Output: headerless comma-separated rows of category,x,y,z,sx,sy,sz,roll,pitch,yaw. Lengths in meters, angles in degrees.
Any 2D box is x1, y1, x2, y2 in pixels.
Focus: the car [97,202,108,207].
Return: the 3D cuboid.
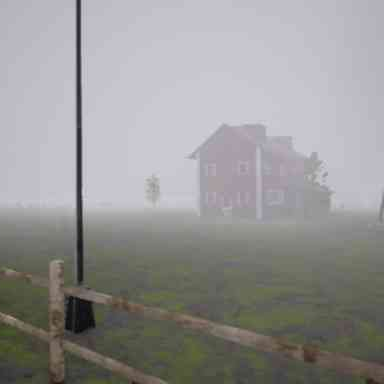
car,-20.976,3.018,78.297,1.812,1.442,4.674,-1,-2,36
